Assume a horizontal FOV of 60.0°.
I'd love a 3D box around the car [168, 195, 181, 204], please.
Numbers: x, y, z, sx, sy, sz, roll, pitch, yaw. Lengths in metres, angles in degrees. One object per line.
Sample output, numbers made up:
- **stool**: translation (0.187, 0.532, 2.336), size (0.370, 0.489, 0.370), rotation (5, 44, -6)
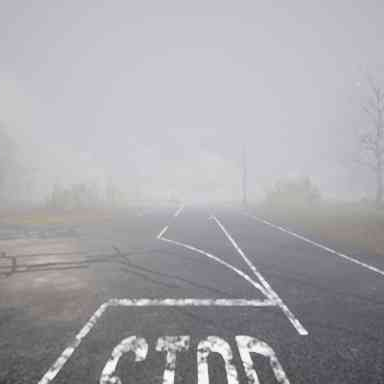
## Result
- **car**: translation (-3.151, 1.267, 61.016), size (2.097, 1.767, 4.553), rotation (0, 0, 0)
